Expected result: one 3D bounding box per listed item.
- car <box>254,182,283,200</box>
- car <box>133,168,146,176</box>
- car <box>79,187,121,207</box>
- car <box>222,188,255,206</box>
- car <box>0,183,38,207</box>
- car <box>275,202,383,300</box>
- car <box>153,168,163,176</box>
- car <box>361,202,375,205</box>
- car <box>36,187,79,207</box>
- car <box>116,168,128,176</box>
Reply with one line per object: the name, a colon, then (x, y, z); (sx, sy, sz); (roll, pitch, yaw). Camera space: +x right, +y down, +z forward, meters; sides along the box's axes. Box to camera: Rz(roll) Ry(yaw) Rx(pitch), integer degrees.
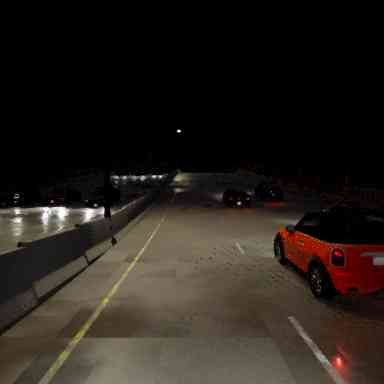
car: (7.097, -0.186, 31.348); (1.882, 1.535, 5.008); (0, 6, 0)
car: (-10.504, -4.004, 66.748); (1.882, 1.535, 5.008); (0, 6, 0)
car: (-7.100, 0.327, 27.100); (2.033, 1.411, 5.357); (0, 6, 0)
car: (3.596, 0.340, 27.501); (1.895, 1.301, 4.718); (0, 6, 0)
car: (-14.098, 0.129, 27.132); (2.097, 1.767, 4.553); (0, 6, 0)
car: (3.588, 1.274, 8.439); (2.097, 1.767, 4.553); (0, 1, 0)
car: (-7.003, -4.141, 68.601); (2.033, 1.411, 5.357); (0, 6, 0)
car: (7.097, 1.196, 14.694); (1.837, 1.490, 4.892); (0, 3, 0)
car: (-10.598, 0.336, 27.193); (1.994, 1.385, 4.181); (0, 6, 0)
car: (-14.004, -3.981, 66.750); (1.837, 1.490, 4.892); (0, 6, 0)
